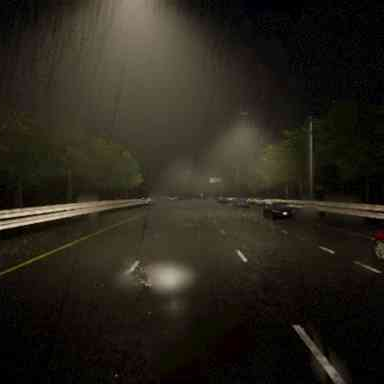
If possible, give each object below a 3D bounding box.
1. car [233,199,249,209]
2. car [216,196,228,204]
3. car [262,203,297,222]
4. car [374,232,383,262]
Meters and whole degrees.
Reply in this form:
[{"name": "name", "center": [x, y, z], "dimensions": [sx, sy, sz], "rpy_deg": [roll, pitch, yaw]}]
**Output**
[{"name": "car", "center": [7.107, 1.738, 48.470], "dimensions": [2.033, 1.411, 5.357], "rpy_deg": [0, -1, 0]}, {"name": "car", "center": [7.307, 2.124, 78.863], "dimensions": [1.994, 1.385, 4.181], "rpy_deg": [0, -1, 0]}, {"name": "car", "center": [7.029, 1.606, 27.084], "dimensions": [1.994, 1.385, 4.181], "rpy_deg": [0, 0, 0]}, {"name": "car", "center": [7.003, 1.494, 9.111], "dimensions": [1.882, 1.535, 5.008], "rpy_deg": [0, 0, 0]}]
